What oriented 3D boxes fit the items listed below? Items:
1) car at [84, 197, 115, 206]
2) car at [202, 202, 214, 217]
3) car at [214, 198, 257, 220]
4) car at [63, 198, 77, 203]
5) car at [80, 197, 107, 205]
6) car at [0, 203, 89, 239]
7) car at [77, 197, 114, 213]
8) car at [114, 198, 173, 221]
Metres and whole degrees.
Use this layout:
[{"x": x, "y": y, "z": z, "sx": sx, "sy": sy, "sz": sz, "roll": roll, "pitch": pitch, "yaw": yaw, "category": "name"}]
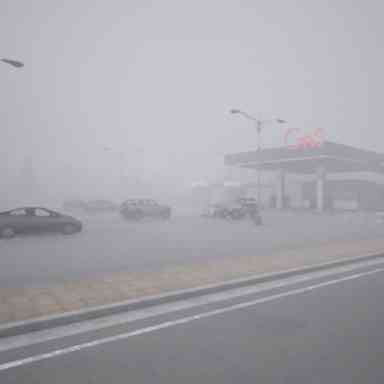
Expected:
[{"x": -17.085, "y": 1.759, "z": 61.347, "sx": 5.027, "sy": 1.636, "sz": 2.152, "roll": 1, "pitch": 0, "yaw": -36, "category": "car"}, {"x": 2.934, "y": 1.791, "z": 33.547, "sx": 3.806, "sy": 1.475, "sz": 1.970, "roll": 1, "pitch": 0, "yaw": -36, "category": "car"}, {"x": 4.379, "y": 1.501, "z": 30.492, "sx": 3.866, "sy": 1.878, "sz": 1.905, "roll": 1, "pitch": 0, "yaw": -36, "category": "car"}, {"x": -16.411, "y": 1.664, "z": 47.249, "sx": 3.633, "sy": 1.501, "sz": 1.845, "roll": 1, "pitch": 0, "yaw": -36, "category": "car"}, {"x": -18.957, "y": 1.767, "z": 63.864, "sx": 4.514, "sy": 1.523, "sz": 2.007, "roll": 1, "pitch": 0, "yaw": -36, "category": "car"}, {"x": -8.015, "y": 1.526, "z": 17.096, "sx": 4.514, "sy": 1.523, "sz": 2.007, "roll": 1, "pitch": 0, "yaw": -36, "category": "car"}, {"x": -10.617, "y": 1.643, "z": 39.107, "sx": 4.514, "sy": 1.523, "sz": 2.007, "roll": 1, "pitch": 0, "yaw": -36, "category": "car"}, {"x": -3.929, "y": 1.435, "z": 28.574, "sx": 4.605, "sy": 1.855, "sz": 1.932, "roll": 1, "pitch": 0, "yaw": -36, "category": "car"}]
